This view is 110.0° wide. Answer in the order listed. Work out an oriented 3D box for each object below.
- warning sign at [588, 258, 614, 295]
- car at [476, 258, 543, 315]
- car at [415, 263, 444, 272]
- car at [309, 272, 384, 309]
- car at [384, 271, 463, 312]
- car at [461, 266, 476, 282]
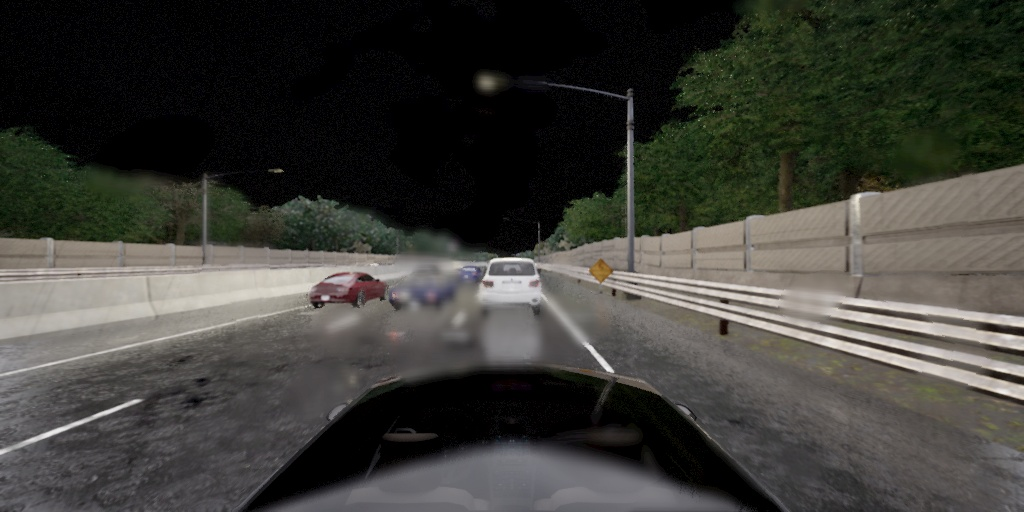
[{"bbox_3d":[4.551,1.038,18.373,1.300,1.860,1.060,0,0,0],"label":"warning sign"},{"bbox_3d":[0.012,1.106,14.414,2.150,2.045,5.566,0,0,0],"label":"car"},{"bbox_3d":[-6.976,1.552,30.344,1.837,1.490,4.892,0,0,1],"label":"car"},{"bbox_3d":[-6.973,1.420,15.738,1.812,1.442,4.674,0,0,1],"label":"car"},{"bbox_3d":[-3.479,1.489,15.090,1.895,1.301,4.718,0,-1,0],"label":"car"},{"bbox_3d":[-3.473,1.575,30.750,1.812,1.442,4.674,0,0,1],"label":"car"}]
